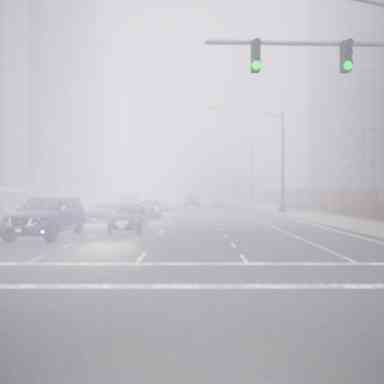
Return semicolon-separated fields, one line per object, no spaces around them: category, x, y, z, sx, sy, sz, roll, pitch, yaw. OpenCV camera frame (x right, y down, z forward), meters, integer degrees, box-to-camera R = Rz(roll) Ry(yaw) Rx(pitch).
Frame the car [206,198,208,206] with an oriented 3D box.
car;3.504;1.394;56.508;2.097;1.767;4.553;0;0;0

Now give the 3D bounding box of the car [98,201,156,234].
car;-3.600;1.506;19.403;2.128;1.511;4.902;0;0;0

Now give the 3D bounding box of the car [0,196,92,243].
car;-7.083;1.234;16.488;2.150;2.045;5.566;0;0;2

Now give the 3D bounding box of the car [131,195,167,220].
car;-3.596;1.373;28.620;2.097;1.767;4.553;0;0;0

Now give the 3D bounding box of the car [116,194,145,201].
car;-7.088;1.249;37.264;2.150;2.045;5.566;0;0;0

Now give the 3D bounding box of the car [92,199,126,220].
car;-7.100;1.567;26.740;2.033;1.411;5.357;0;0;0

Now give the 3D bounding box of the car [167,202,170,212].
car;-3.587;1.593;38.433;1.994;1.385;4.181;0;0;0

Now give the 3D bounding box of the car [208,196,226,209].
car;3.597;1.561;46.605;1.812;1.442;4.674;0;0;0

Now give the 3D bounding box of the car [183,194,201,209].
car;0.000;1.256;45.693;2.150;2.045;5.566;0;0;0

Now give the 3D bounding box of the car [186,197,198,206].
car;0.000;1.606;56.363;1.994;1.385;4.181;0;0;0
